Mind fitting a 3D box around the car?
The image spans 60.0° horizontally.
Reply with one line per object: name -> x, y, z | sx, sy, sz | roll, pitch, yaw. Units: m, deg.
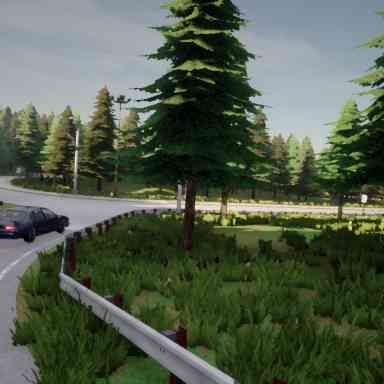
car -> -7.598, 1.372, 15.551 | 2.033, 1.411, 5.357 | 4, 1, 3
